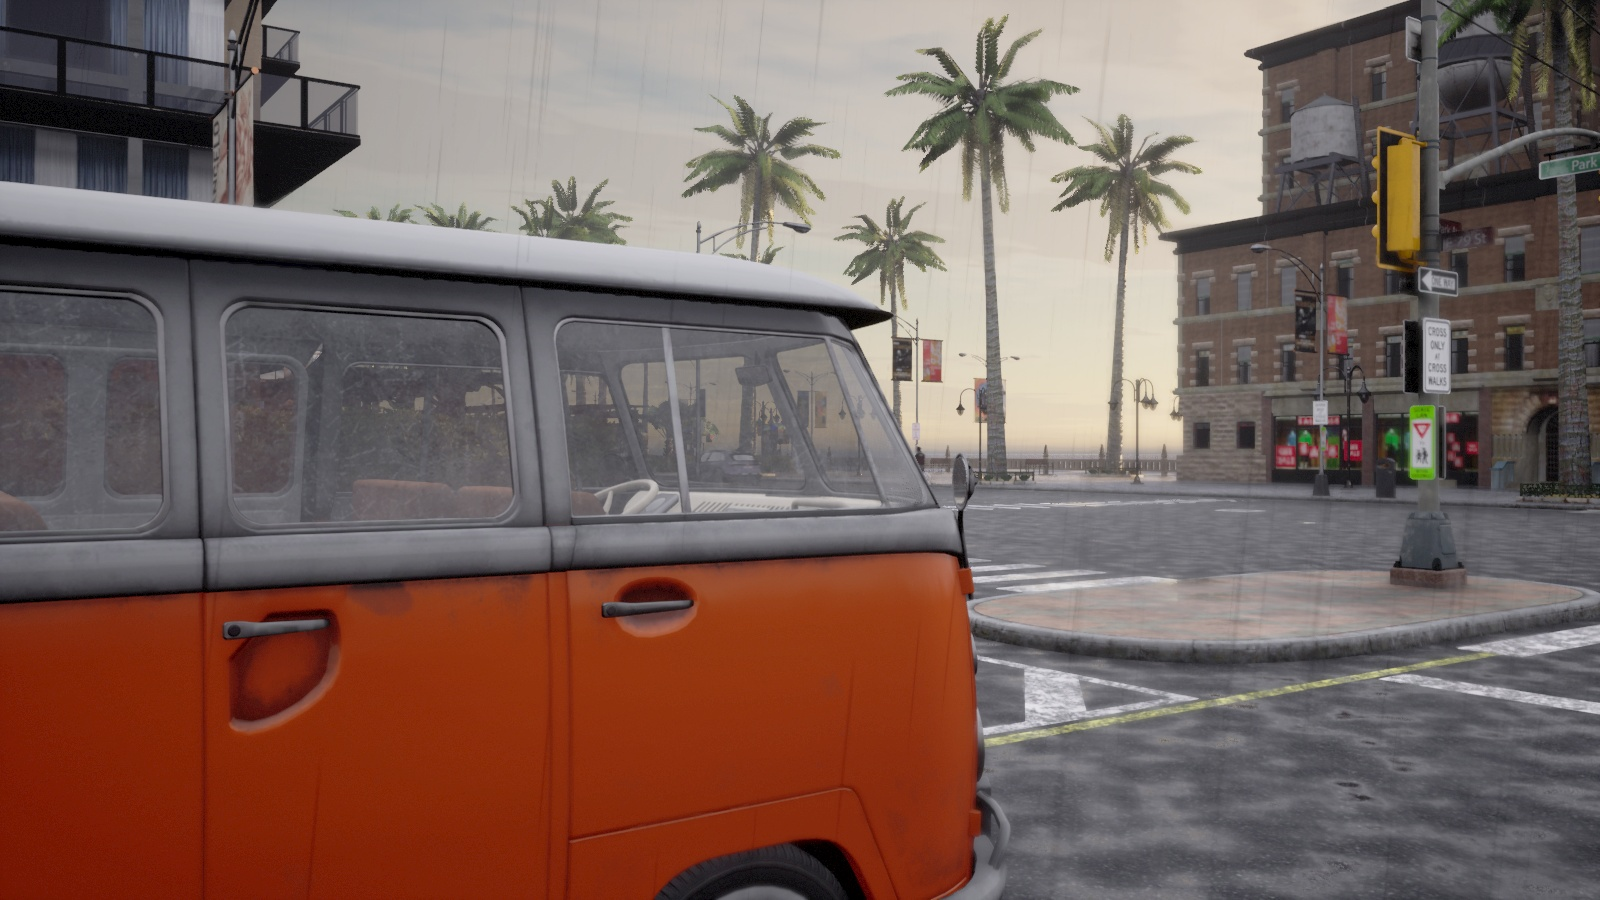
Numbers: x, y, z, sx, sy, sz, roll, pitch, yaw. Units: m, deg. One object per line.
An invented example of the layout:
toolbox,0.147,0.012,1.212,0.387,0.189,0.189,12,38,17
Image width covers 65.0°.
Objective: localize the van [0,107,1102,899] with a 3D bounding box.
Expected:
van,-1.587,0.508,2.554,4.442,1.987,1.775,0,0,-35
